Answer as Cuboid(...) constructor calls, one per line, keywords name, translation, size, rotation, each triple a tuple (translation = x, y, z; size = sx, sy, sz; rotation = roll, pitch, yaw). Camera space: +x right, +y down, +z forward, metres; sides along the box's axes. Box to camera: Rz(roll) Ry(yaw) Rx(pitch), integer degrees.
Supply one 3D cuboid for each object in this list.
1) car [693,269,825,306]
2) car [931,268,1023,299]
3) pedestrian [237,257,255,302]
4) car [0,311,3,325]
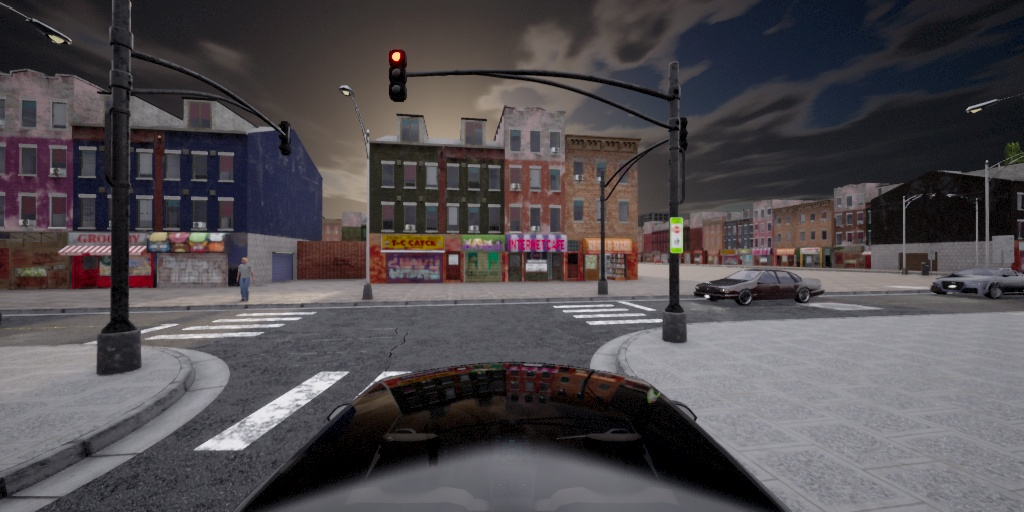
Cuboid(name="car", translation=(10.641, 1.274, 15.440), size=(5.357, 1.411, 2.033), rotation=(0, 0, -14))
Cuboid(name="car", translation=(22.840, 1.259, 17.286), size=(4.181, 1.385, 1.994), rotation=(0, 0, -9))
Cuboid(name="pedestrian", translation=(-11.107, 0.945, 14.926), size=(0.375, 1.860, 0.375), rotation=(0, 0, -9))
Cuboid(name="car", translation=(-15.410, 1.278, 8.332), size=(4.902, 1.511, 2.128), rotation=(0, 0, -8))
